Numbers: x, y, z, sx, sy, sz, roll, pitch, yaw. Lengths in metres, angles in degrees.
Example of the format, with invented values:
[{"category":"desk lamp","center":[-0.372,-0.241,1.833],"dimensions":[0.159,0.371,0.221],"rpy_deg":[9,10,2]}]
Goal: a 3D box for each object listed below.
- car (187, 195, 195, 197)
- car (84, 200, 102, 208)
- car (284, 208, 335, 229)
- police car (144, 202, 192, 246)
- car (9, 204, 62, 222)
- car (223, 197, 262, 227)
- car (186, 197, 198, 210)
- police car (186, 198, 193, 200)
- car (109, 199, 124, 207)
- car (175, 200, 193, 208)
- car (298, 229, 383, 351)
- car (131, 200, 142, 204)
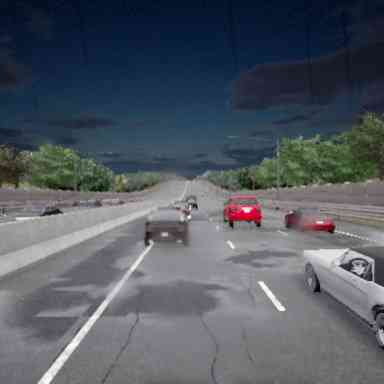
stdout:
[{"category":"car","center":[-0.130,1.699,69.809],"dimensions":[2.150,2.045,5.566],"rpy_deg":[0,-1,0]},{"category":"car","center":[-17.659,2.073,59.497],"dimensions":[2.033,1.411,5.357],"rpy_deg":[0,-1,1]},{"category":"car","center":[7.062,1.673,20.384],"dimensions":[1.994,1.385,4.181],"rpy_deg":[0,0,0]},{"category":"police car","center":[-1.080,1.504,15.808],"dimensions":[1.930,1.638,5.238],"rpy_deg":[0,0,0]},{"category":"car","center":[-10.642,1.619,22.979],"dimensions":[2.128,1.511,4.902],"rpy_deg":[0,-1,0]},{"category":"car","center":[3.555,1.360,24.172],"dimensions":[2.150,2.045,5.566],"rpy_deg":[0,-1,0]},{"category":"car","center":[-0.094,1.891,50.215],"dimensions":[1.882,1.535,5.008],"rpy_deg":[0,-1,0]},{"category":"police car","center":[-1.109,1.632,31.822],"dimensions":[1.930,1.638,5.238],"rpy_deg":[0,-1,0]},{"category":"car","center":[-14.156,2.041,62.386],"dimensions":[1.882,1.535,5.008],"rpy_deg":[0,-1,0]},{"category":"car","center":[-1.098,1.630,25.706],"dimensions":[1.882,1.535,5.008],"rpy_deg":[0,-1,0]},{"category":"car","center":[3.589,1.627,5.994],"dimensions":[1.895,1.301,4.718],"rpy_deg":[0,0,0]},{"category":"car","center":[-10.648,2.158,64.619],"dimensions":[1.994,1.385,4.181],"rpy_deg":[0,-1,1]}]
